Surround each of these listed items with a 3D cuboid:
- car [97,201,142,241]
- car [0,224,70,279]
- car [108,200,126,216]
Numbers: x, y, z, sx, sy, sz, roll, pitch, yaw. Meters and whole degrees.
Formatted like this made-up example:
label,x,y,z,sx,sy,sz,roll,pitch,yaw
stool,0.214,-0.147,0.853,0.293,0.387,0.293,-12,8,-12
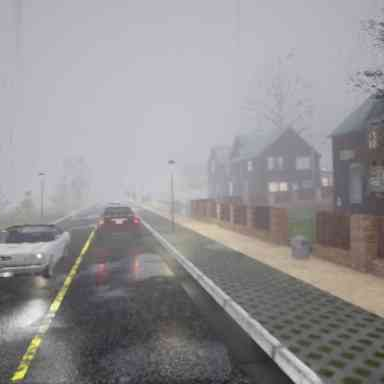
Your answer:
label,x,y,z,sx,sy,sz,roll,pitch,yaw
car,-3.872,1.442,17.612,2.097,1.767,4.553,-1,0,-13
car,-5.025,1.714,10.267,1.895,1.301,4.718,-1,0,-13
car,-8.390,1.732,36.997,1.812,1.442,4.674,-1,0,-13
